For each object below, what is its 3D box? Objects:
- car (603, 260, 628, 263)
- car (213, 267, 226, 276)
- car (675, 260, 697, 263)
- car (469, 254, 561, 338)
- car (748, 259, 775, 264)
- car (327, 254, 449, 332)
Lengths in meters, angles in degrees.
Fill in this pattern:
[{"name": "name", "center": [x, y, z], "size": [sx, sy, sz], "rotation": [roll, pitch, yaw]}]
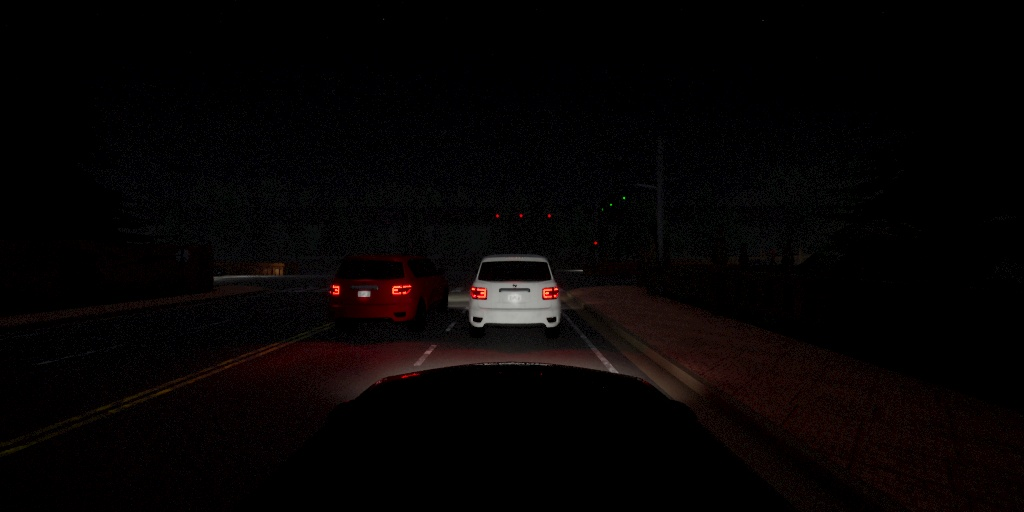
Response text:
[{"name": "car", "center": [13.595, 1.255, 49.047], "size": [4.892, 1.490, 1.837], "rotation": [0, 0, 0]}, {"name": "car", "center": [-30.907, 1.351, 35.157], "size": [4.718, 1.301, 1.895], "rotation": [0, 0, 0]}, {"name": "car", "center": [23.453, 1.297, 48.985], "size": [5.357, 1.411, 2.033], "rotation": [0, 0, 0]}, {"name": "car", "center": [0.081, 0.971, 10.312], "size": [2.150, 2.045, 5.566], "rotation": [0, 0, 1]}, {"name": "car", "center": [33.206, 1.219, 48.945], "size": [4.892, 1.490, 1.837], "rotation": [-1, 0, 0]}, {"name": "car", "center": [-3.418, 0.971, 10.994], "size": [2.150, 2.045, 5.566], "rotation": [0, 0, 0]}]
